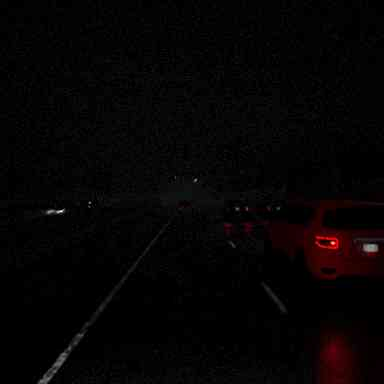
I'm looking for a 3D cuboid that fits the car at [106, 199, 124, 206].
[{"bbox_3d":[-10.607,1.686,46.317,1.812,1.442,4.674,0,-1,0],"label":"car"}]

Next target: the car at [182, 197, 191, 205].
[{"bbox_3d":[-1.083,1.811,68.215,1.801,1.575,5.366,0,-1,0],"label":"car"}]

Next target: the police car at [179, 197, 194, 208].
[{"bbox_3d":[-1.075,1.629,52.123,1.930,1.638,5.238,0,0,0],"label":"police car"}]

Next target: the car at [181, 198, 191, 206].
[{"bbox_3d":[-1.080,1.817,62.020,1.812,1.442,4.674,0,-1,0],"label":"car"}]

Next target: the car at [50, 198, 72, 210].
[{"bbox_3d":[-17.605,1.661,45.368,1.837,1.490,4.892,0,-1,0],"label":"car"}]

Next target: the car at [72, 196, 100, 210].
[{"bbox_3d":[-14.106,1.505,45.253,2.097,1.767,4.553,0,0,0],"label":"car"}]

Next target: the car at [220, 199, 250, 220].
[{"bbox_3d":[3.587,1.418,28.491,2.097,1.767,4.553,0,0,0],"label":"car"}]

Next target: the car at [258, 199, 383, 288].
[{"bbox_3d":[3.596,1.220,9.379,2.150,2.045,5.566,0,0,0],"label":"car"}]
